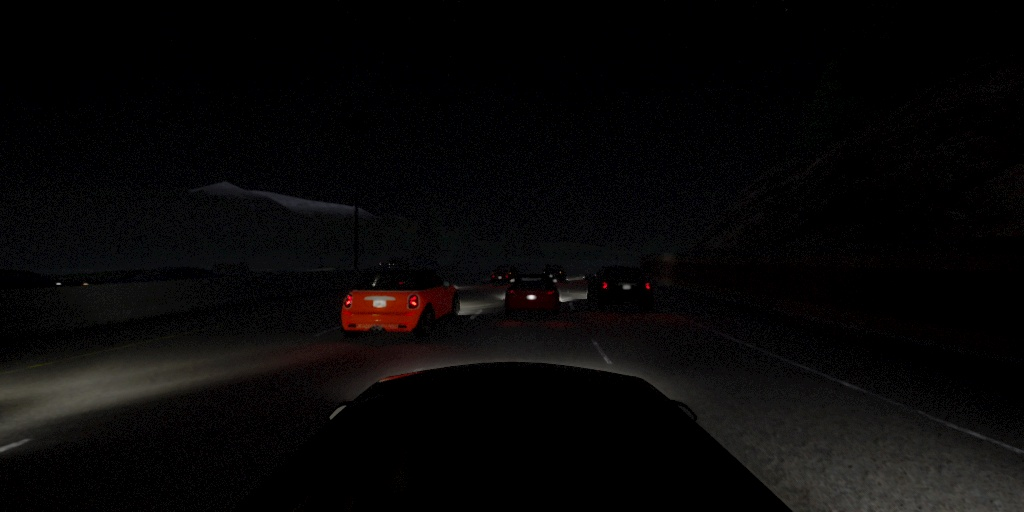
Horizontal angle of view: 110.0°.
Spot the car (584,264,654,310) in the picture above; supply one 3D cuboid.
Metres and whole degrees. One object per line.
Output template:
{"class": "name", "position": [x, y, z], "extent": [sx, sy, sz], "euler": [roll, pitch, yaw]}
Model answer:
{"class": "car", "position": [4.507, 1.202, 15.494], "extent": [2.097, 1.767, 4.553], "euler": [0, 0, 6]}

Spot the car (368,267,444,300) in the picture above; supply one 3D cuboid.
{"class": "car", "position": [-5.583, 1.392, 19.814], "extent": [2.033, 1.411, 5.357], "euler": [0, 0, 8]}

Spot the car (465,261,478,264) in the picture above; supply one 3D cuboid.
{"class": "car", "position": [-6.853, 1.548, 56.748], "extent": [1.882, 1.535, 5.008], "euler": [0, 0, 22]}

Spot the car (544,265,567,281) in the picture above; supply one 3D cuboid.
{"class": "car", "position": [3.699, 1.472, 31.442], "extent": [1.812, 1.442, 4.674], "euler": [0, 0, 13]}

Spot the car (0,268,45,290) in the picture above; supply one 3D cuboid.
{"class": "car", "position": [-23.770, 1.290, 16.054], "extent": [1.812, 1.442, 4.674], "euler": [0, 0, 6]}

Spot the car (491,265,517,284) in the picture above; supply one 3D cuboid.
{"class": "car", "position": [-0.434, 1.443, 28.942], "extent": [1.812, 1.442, 4.674], "euler": [0, 0, 12]}

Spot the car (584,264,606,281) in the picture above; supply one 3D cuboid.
{"class": "car", "position": [7.870, 1.500, 33.780], "extent": [1.812, 1.442, 4.674], "euler": [0, 0, 14]}

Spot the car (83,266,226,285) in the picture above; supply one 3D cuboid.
{"class": "car", "position": [-16.596, 1.273, 17.367], "extent": [1.882, 1.535, 5.008], "euler": [0, 0, 6]}

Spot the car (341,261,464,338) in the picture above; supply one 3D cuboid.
{"class": "car", "position": [-2.970, 1.147, 10.530], "extent": [2.097, 1.767, 4.553], "euler": [0, 0, 4]}

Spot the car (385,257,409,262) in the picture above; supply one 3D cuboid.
{"class": "car", "position": [-18.305, 1.250, 56.153], "extent": [2.150, 2.045, 5.566], "euler": [0, 0, 20]}

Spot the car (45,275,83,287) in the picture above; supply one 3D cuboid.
{"class": "car", "position": [-20.003, 1.393, 18.622], "extent": [1.895, 1.301, 4.718], "euler": [0, 0, 7]}

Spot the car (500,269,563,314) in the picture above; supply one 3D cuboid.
{"class": "car", "position": [0.856, 1.395, 14.277], "extent": [1.994, 1.385, 4.181], "euler": [0, 0, 5]}

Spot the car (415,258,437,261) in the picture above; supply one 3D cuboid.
{"class": "car", "position": [-14.085, 1.272, 57.546], "extent": [2.150, 2.045, 5.566], "euler": [0, 0, 21]}
